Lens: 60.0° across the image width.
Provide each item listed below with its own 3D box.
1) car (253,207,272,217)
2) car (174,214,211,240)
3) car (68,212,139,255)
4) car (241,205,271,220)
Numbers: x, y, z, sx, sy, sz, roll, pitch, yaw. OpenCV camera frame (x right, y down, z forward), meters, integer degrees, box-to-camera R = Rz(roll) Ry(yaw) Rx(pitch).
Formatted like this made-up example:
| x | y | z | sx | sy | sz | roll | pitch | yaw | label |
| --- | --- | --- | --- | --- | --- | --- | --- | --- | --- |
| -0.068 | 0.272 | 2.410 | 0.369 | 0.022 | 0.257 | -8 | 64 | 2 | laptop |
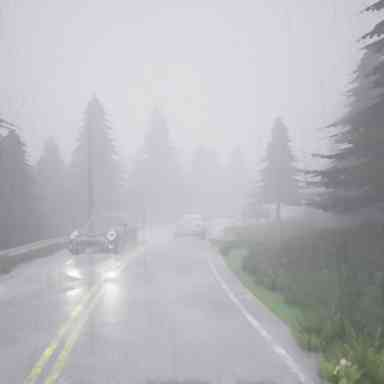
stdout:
| x | y | z | sx | sy | sz | roll | pitch | yaw | label |
| --- | --- | --- | --- | --- | --- | --- | --- | --- | --- |
| 11.755 | 3.231 | 55.262 | 1.837 | 1.490 | 4.892 | 1 | -1 | 29 | car |
| 0.096 | 2.134 | 21.059 | 1.812 | 1.442 | 4.674 | 0 | -2 | 9 | car |
| -3.905 | 1.793 | 15.384 | 2.097 | 1.767 | 4.553 | 0 | -2 | 4 | car |
| 7.878 | 2.549 | 41.316 | 2.150 | 2.045 | 5.566 | 1 | -1 | 30 | car |
